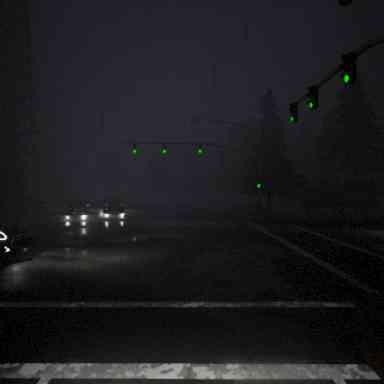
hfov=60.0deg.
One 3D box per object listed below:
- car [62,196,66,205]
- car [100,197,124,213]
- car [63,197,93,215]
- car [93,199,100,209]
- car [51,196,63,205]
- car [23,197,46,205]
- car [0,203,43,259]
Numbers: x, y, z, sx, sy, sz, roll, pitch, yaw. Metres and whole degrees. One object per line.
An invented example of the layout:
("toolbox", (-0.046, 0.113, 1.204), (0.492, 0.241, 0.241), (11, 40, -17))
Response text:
("car", (-15.361, 1.541, 43.953), (1.994, 1.385, 4.181), (0, 0, -31))
("car", (-8.756, 1.333, 36.919), (2.097, 1.767, 4.553), (0, 0, -17))
("car", (-11.754, 1.487, 34.531), (1.837, 1.490, 4.892), (0, 0, -12))
("car", (-12.200, 1.577, 45.493), (1.895, 1.301, 4.718), (0, 0, -30))
("car", (-22.255, 1.448, 57.269), (5.008, 1.535, 1.882), (0, 0, 37))
("car", (-26.492, 1.536, 56.018), (4.181, 1.385, 1.994), (0, 0, 33))
("car", (-7.924, 1.394, 11.377), (4.553, 1.767, 2.097), (0, 0, 0))
